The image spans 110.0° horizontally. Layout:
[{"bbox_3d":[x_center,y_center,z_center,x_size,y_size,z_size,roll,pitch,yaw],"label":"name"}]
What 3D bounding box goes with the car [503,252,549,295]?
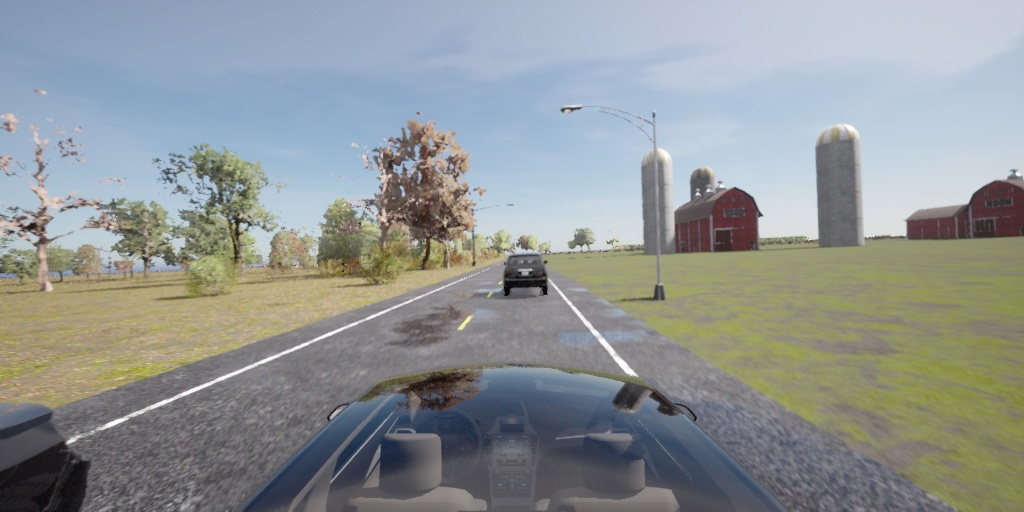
[{"bbox_3d":[0.733,0.841,18.972,2.150,2.045,5.566,-2,1,3],"label":"car"}]
